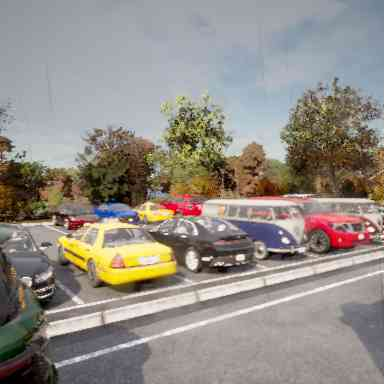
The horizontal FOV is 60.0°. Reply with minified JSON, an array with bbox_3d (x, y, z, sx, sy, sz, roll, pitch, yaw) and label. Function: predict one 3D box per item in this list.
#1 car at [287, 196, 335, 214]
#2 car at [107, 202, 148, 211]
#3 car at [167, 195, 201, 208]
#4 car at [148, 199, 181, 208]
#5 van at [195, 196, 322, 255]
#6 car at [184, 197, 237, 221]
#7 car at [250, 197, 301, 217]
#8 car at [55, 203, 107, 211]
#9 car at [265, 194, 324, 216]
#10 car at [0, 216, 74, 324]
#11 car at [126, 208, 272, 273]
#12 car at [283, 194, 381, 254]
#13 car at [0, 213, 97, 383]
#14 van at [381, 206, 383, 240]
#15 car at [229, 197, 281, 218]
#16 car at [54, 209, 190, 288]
[{"bbox_3d":[12.833,1.374,36.163,2.185,1.767,4.553,0,0,-35],"label":"car"},{"bbox_3d":[-5.372,1.515,23.318,2.097,1.535,5.008,0,0,-35],"label":"car"},{"bbox_3d":[-0.942,1.260,26.483,2.435,2.045,5.566,0,0,-35],"label":"car"},{"bbox_3d":[-3.305,1.510,25.002,1.946,1.575,5.366,0,0,-35],"label":"car"},{"bbox_3d":[2.264,1.290,12.549,1.878,1.987,4.442,0,0,-35],"label":"van"},{"bbox_3d":[1.467,1.384,28.116,2.185,1.767,4.553,0,0,-35],"label":"car"},{"bbox_3d":[8.148,1.378,32.922,2.185,1.767,4.553,0,0,-35],"label":"car"},{"bbox_3d":[-7.626,1.546,21.679,2.163,1.488,4.792,0,0,-35],"label":"car"},{"bbox_3d":[10.525,1.250,34.602,2.435,2.045,5.566,0,0,-35],"label":"car"},{"bbox_3d":[-4.621,1.521,7.824,2.231,1.521,4.892,0,0,-35],"label":"car"},{"bbox_3d":[-0.071,1.519,11.030,2.231,1.521,4.892,0,0,-35],"label":"car"},{"bbox_3d":[4.484,1.263,14.229,2.435,2.045,5.566,0,0,-35],"label":"car"},{"bbox_3d":[-3.463,1.222,1.214,5.566,2.045,2.150,0,0,-36],"label":"car"},{"bbox_3d":[6.705,1.287,15.694,1.878,1.987,4.442,0,0,-35],"label":"van"},{"bbox_3d":[5.875,1.380,31.313,2.185,1.767,4.553,0,0,-35],"label":"car"},{"bbox_3d":[-2.454,1.516,9.579,1.946,1.575,5.366,0,0,-35],"label":"car"}]
